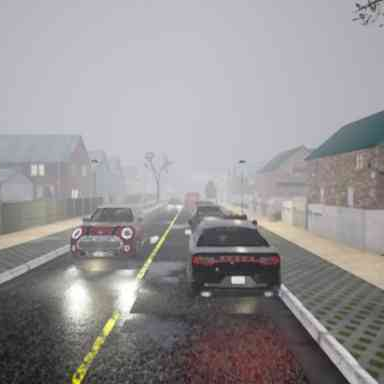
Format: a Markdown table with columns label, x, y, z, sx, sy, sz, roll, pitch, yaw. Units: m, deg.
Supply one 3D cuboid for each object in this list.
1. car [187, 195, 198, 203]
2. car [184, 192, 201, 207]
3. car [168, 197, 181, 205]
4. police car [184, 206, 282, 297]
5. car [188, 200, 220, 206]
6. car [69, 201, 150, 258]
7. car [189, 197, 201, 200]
| label | x | y | z | sx | sy | sz | roll | pitch | yaw |
| --- | --- | --- | --- | --- | --- | --- | --- | --- | --- |
| car | 0.121 | 1.298 | 66.027 | 2.033 | 1.411 | 5.357 | 0 | 0 | 0 |
| car | 0.120 | 1.012 | 46.799 | 2.150 | 2.045 | 5.566 | 0 | 0 | 1 |
| car | -2.741 | 1.376 | 52.699 | 1.895 | 1.301 | 4.718 | 0 | 0 | 0 |
| police car | 0.840 | 1.374 | 8.595 | 1.930 | 1.638 | 5.238 | 0 | 0 | 0 |
| car | 0.859 | 1.405 | 18.487 | 1.837 | 1.490 | 4.892 | 0 | 0 | 0 |
| car | -2.826 | 1.281 | 12.325 | 2.097 | 1.767 | 4.553 | 0 | 0 | 0 |
| car | 0.869 | 1.378 | 24.488 | 1.837 | 1.490 | 4.892 | 0 | 0 | 0 |
